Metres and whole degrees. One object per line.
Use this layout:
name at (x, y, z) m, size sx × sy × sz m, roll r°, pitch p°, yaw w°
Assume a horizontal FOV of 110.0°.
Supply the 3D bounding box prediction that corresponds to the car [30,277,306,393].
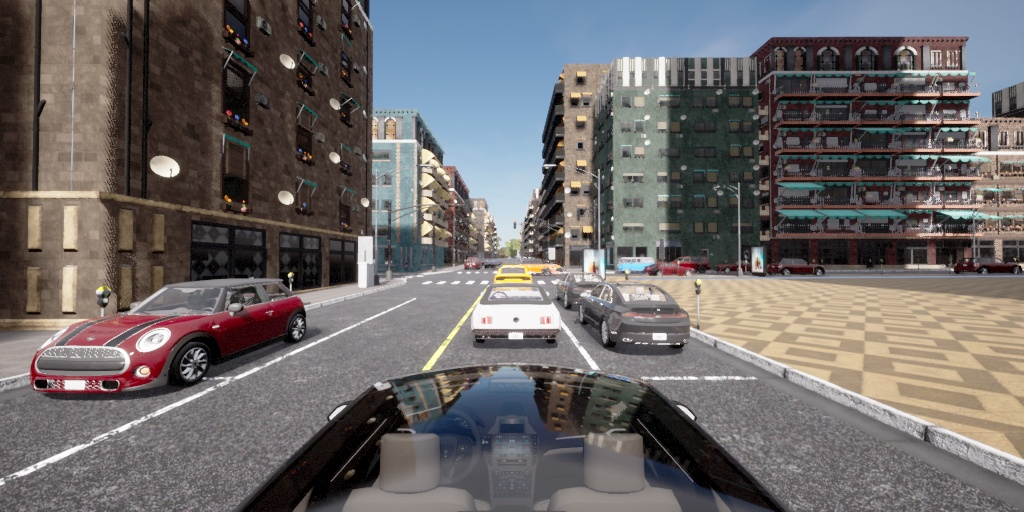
car at (-5.830, 1.191, 6.765) m, size 1.967 × 1.591 × 4.097 m, roll 0°, pitch 0°, yaw 0°

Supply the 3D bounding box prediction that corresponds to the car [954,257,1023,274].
car at (41.281, 0.811, 31.102) m, size 4.097 × 1.591 × 1.967 m, roll 0°, pitch 0°, yaw 0°

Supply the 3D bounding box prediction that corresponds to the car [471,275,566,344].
car at (0.082, 1.353, 9.603) m, size 1.895 × 1.301 × 4.718 m, roll 0°, pitch 0°, yaw 0°

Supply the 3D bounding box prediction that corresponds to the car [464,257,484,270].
car at (-5.800, 1.083, 52.804) m, size 2.192 × 1.841 × 5.009 m, roll 0°, pitch 0°, yaw 0°

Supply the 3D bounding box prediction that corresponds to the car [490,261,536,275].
car at (0.055, 1.233, 19.056) m, size 1.882 × 1.535 × 5.008 m, roll 0°, pitch 0°, yaw 0°

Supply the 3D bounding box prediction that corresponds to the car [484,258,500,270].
car at (-3.208, 1.370, 53.500) m, size 1.895 × 1.301 × 4.718 m, roll 0°, pitch 0°, yaw 0°

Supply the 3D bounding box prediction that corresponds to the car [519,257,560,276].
car at (2.780, 1.085, 35.856) m, size 4.553 × 1.767 × 2.097 m, roll -1°, pitch -1°, yaw 37°

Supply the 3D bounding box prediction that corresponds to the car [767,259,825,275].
car at (24.699, 0.935, 31.185) m, size 4.097 × 1.591 × 1.967 m, roll 0°, pitch 0°, yaw 0°

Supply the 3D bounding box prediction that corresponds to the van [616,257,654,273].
van at (13.688, 1.046, 39.620) m, size 3.998 × 1.789 × 1.690 m, roll 0°, pitch 0°, yaw 0°

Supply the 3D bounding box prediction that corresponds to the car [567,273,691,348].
car at (2.805, 1.303, 9.020) m, size 2.007 × 1.370 × 4.403 m, roll 0°, pitch 0°, yaw 0°

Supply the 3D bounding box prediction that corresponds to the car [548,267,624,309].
car at (2.793, 1.304, 14.590) m, size 2.007 × 1.370 × 4.403 m, roll 0°, pitch 0°, yaw 0°

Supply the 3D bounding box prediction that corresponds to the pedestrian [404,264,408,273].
pedestrian at (-12.618, 1.097, 42.714) m, size 0.375 × 1.860 × 0.375 m, roll 0°, pitch 0°, yaw 0°

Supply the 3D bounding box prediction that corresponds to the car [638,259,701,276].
car at (13.644, 1.163, 31.240) m, size 4.207 × 1.307 × 1.802 m, roll 0°, pitch 0°, yaw 0°

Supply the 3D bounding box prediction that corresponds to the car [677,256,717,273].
car at (19.215, 0.977, 39.593) m, size 5.009 × 1.841 × 2.192 m, roll 0°, pitch 0°, yaw 0°

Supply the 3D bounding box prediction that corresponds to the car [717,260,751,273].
car at (24.743, 1.165, 39.565) m, size 4.507 × 1.381 × 1.888 m, roll 0°, pitch 0°, yaw 0°
